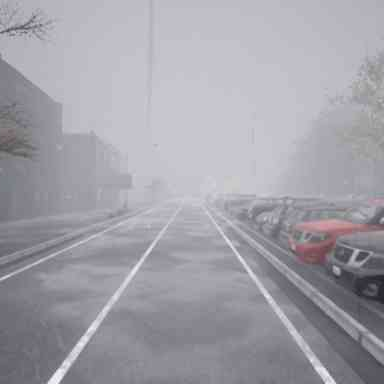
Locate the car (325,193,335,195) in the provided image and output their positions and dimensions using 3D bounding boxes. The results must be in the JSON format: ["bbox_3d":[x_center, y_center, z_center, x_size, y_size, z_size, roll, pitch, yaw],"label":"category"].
[{"bbox_3d":[18.668,1.132,37.715,5.566,2.045,2.435,0,0,0],"label":"car"}]

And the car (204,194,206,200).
[{"bbox_3d":[5.604,1.135,68.302,5.566,2.045,2.435,0,0,0],"label":"car"}]

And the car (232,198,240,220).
[{"bbox_3d":[5.636,1.420,23.453,5.008,1.535,2.097,0,0,0],"label":"car"}]

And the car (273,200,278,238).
[{"bbox_3d":[5.628,1.324,12.240,4.553,1.767,2.185,0,0,0],"label":"car"}]

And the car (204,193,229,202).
[{"bbox_3d":[5.603,1.164,76.712,5.566,2.045,2.435,0,0,0],"label":"car"}]

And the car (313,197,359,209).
[{"bbox_3d":[18.683,1.374,43.284,5.008,1.535,2.097,0,0,0],"label":"car"}]

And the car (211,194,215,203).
[{"bbox_3d":[5.595,1.372,48.675,4.892,1.521,2.231,0,0,0],"label":"car"}]

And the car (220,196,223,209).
[{"bbox_3d":[5.652,1.420,34.667,4.792,1.488,2.163,0,0,0],"label":"car"}]

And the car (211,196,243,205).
[{"bbox_3d":[5.585,1.374,54.286,5.008,1.535,2.097,0,0,0],"label":"car"}]

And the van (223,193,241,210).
[{"bbox_3d":[5.510,1.172,31.863,4.442,1.987,1.878,0,0,0],"label":"van"}]

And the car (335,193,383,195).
[{"bbox_3d":[18.673,1.139,35.053,5.566,2.045,2.435,0,0,0],"label":"car"}]

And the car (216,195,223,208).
[{"bbox_3d":[5.803,1.380,37.470,5.366,1.575,1.946,0,0,0],"label":"car"}]

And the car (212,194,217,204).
[{"bbox_3d":[5.575,1.401,45.878,4.792,1.488,2.163,0,0,0],"label":"car"}]

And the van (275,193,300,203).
[{"bbox_3d":[18.773,1.155,65.567,4.442,1.987,1.878,0,0,0],"label":"van"}]

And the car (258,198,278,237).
[{"bbox_3d":[5.623,1.317,15.044,4.553,1.767,2.185,0,0,0],"label":"car"}]

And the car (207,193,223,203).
[{"bbox_3d":[5.623,1.121,51.483,5.566,2.045,2.435,0,0,0],"label":"car"}]

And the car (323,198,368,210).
[{"bbox_3d":[18.690,1.417,40.623,4.674,1.452,2.002,0,0,0],"label":"car"}]

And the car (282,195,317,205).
[{"bbox_3d":[18.480,1.373,57.209,5.366,1.575,1.946,0,0,0],"label":"car"}]

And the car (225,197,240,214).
[{"bbox_3d":[5.603,1.435,29.060,4.792,1.488,2.163,0,0,0],"label":"car"}]

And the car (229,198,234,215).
[{"bbox_3d":[5.607,1.443,26.257,4.792,1.488,2.163,0,0,0],"label":"car"}]

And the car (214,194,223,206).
[{"bbox_3d":[5.608,1.377,40.270,5.008,1.535,2.097,0,0,0],"label":"car"}]

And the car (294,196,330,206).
[{"bbox_3d":[18.645,1.403,51.638,4.792,1.488,2.163,0,0,0],"label":"car"}]

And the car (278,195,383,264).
[{"bbox_3d":[5.636,1.206,9.437,5.566,2.045,2.435,0,0,0],"label":"car"}]

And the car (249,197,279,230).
[{"bbox_3d":[5.681,1.309,17.847,4.553,1.767,2.185,0,0,0],"label":"car"}]

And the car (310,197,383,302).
[{"bbox_3d":[5.640,1.213,6.633,5.566,2.045,2.435,0,0,0],"label":"car"}]

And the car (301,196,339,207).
[{"bbox_3d":[18.708,1.401,48.853,4.792,1.488,2.163,0,0,0],"label":"car"}]

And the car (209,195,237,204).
[{"bbox_3d":[5.577,1.379,59.893,4.892,1.521,2.231,0,0,0],"label":"car"}]

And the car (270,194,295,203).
[{"bbox_3d":[18.624,1.260,68.347,4.553,1.767,2.185,0,0,0],"label":"car"}]

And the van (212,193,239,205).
[{"bbox_3d":[5.703,1.150,57.090,4.442,1.987,1.878,0,0,0],"label":"van"}]

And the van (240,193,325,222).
[{"bbox_3d":[5.529,1.202,20.650,4.442,1.987,1.878,0,0,0],"label":"van"}]

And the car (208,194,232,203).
[{"bbox_3d":[5.545,1.255,65.501,4.553,1.767,2.185,0,0,0],"label":"car"}]
